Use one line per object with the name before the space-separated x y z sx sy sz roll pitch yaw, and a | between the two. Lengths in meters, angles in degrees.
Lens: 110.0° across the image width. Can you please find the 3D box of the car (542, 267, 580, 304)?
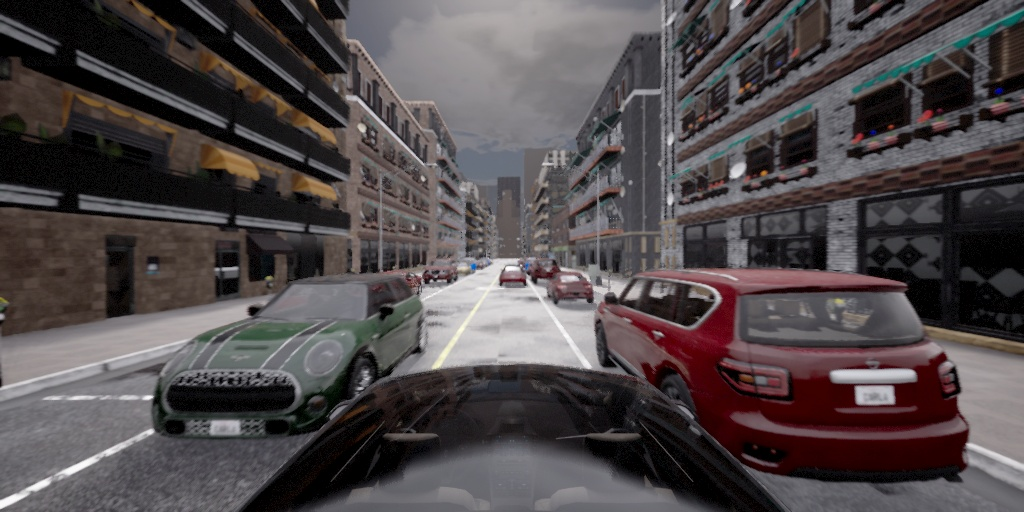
car | 2.546 1.351 16.238 1.802 1.307 4.207 0 0 0

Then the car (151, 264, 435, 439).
car | -2.849 1.114 5.801 2.097 1.767 4.553 0 0 0

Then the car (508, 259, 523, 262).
car | 0.021 1.344 42.721 1.812 1.442 4.674 0 0 0

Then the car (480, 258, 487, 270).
car | -5.403 1.292 55.874 1.967 1.591 4.097 0 0 0

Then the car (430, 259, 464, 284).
car | -5.355 1.118 27.617 2.192 1.841 5.009 0 0 0

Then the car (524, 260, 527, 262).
car | 2.507 1.389 38.895 1.802 1.307 4.207 0 0 0

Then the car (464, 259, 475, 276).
car | -5.373 1.348 38.750 1.751 1.417 4.829 0 0 0

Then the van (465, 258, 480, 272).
van | -5.383 1.173 44.572 1.690 1.789 3.998 0 0 0

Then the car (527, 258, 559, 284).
car | 2.526 1.102 27.566 2.192 1.841 5.009 0 0 0

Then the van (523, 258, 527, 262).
van | 2.497 1.157 44.559 1.690 1.789 3.998 0 0 0

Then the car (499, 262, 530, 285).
car | 0.059 1.355 26.561 1.994 1.385 4.181 0 0 0

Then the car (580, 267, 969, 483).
car | 2.565 1.065 4.909 2.192 1.841 5.009 0 0 0
